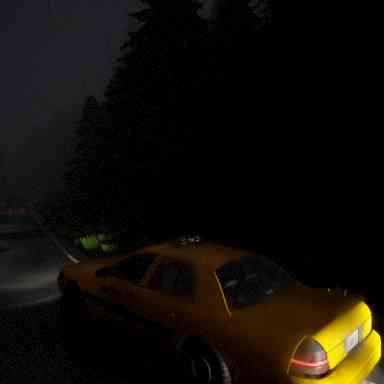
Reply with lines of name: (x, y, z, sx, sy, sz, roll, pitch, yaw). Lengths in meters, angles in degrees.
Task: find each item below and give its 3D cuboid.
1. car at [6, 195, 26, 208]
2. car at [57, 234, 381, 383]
car: (-21.159, 1.058, 40.035, 2.128, 1.511, 4.902, -2, 2, -26)
car: (-0.249, 1.418, 5.073, 5.366, 1.575, 1.801, 1, 1, 44)
